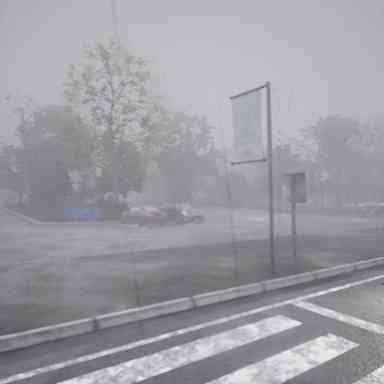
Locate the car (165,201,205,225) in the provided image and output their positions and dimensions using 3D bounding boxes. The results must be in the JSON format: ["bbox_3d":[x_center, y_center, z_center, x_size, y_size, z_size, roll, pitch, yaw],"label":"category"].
[{"bbox_3d":[-0.963,1.524,25.875,2.185,1.767,4.553,1,-1,-35],"label":"car"}]

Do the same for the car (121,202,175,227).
[{"bbox_3d":[-3.511,1.650,23.984,2.002,1.452,4.674,1,-1,-36],"label":"car"}]

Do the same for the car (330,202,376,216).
[{"bbox_3d":[18.924,2.014,39.893,2.002,1.452,4.674,1,-1,-35],"label":"car"}]

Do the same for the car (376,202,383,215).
[{"bbox_3d":[21.601,2.019,41.782,2.231,1.521,4.892,1,-1,-35],"label":"car"}]
